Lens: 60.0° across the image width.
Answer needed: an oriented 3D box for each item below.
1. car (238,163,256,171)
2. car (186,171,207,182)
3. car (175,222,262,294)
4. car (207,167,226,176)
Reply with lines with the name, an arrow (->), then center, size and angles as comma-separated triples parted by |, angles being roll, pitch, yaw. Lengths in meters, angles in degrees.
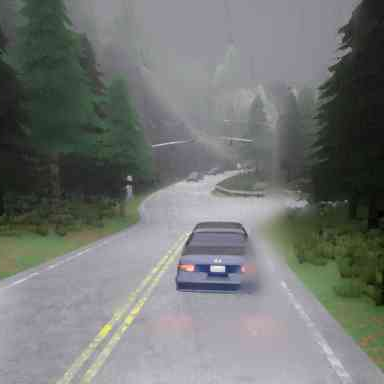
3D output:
car -> 11.840, -5.473, 70.996 | 4.892, 1.490, 1.837 | -9, 9, -36
car -> 0.538, -2.563, 55.073 | 1.837, 1.490, 4.892 | 2, 10, 19
car -> 0.721, 1.498, 8.848 | 2.033, 1.411, 5.357 | 0, 0, 5
car -> 4.605, -4.043, 63.618 | 2.128, 1.511, 4.902 | 4, 10, 36
